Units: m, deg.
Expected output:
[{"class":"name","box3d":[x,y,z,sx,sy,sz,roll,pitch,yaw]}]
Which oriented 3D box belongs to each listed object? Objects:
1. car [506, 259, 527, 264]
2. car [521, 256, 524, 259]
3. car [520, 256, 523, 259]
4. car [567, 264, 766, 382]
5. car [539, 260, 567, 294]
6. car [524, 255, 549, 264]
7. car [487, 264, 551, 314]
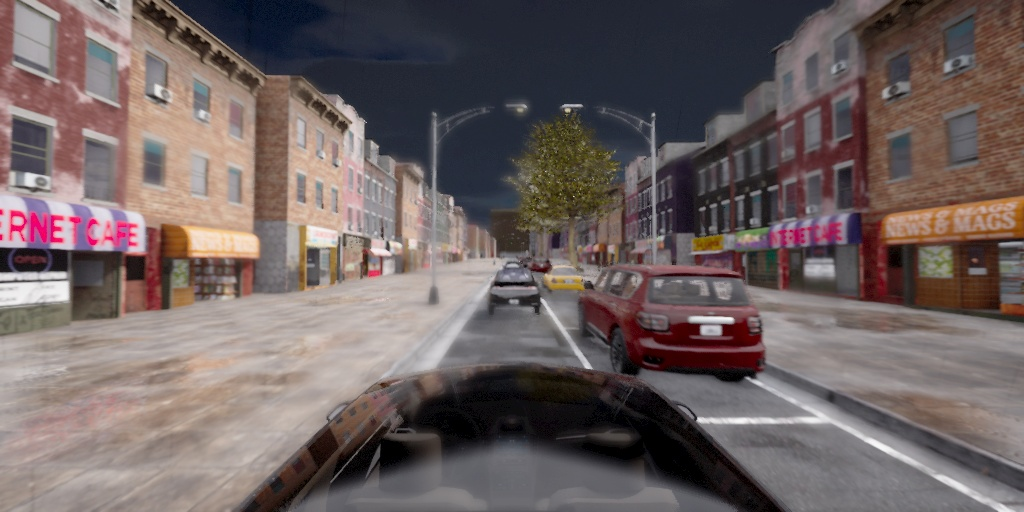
[{"class":"car","box3d":[0.097,1.205,30.133,1.812,1.442,4.674,0,0,0]},{"class":"car","box3d":[2.653,1.074,51.651,1.948,1.339,4.313,0,0,0]},{"class":"car","box3d":[2.655,1.017,57.208,1.948,1.339,4.313,0,0,0]},{"class":"car","box3d":[2.641,1.072,7.182,2.192,1.841,5.009,0,0,0]},{"class":"car","box3d":[2.755,1.184,20.023,1.801,1.575,5.366,0,0,0]},{"class":"car","box3d":[2.649,0.963,34.980,2.192,1.841,5.009,0,0,0]},{"class":"car","box3d":[0.090,1.240,13.832,2.128,1.511,4.902,0,0,0]}]
